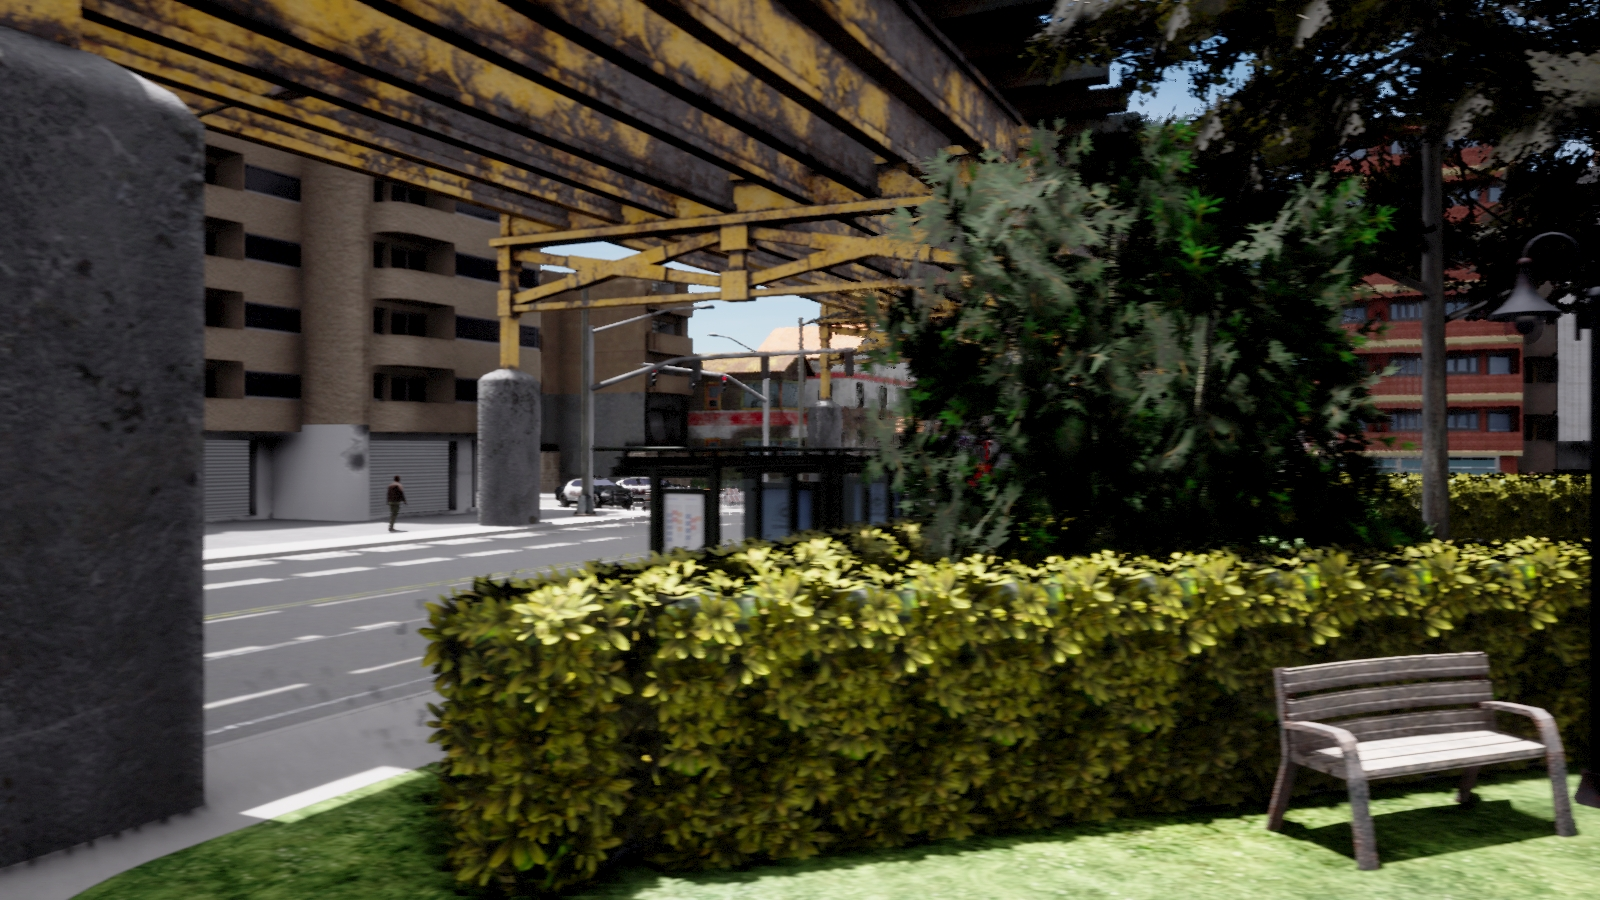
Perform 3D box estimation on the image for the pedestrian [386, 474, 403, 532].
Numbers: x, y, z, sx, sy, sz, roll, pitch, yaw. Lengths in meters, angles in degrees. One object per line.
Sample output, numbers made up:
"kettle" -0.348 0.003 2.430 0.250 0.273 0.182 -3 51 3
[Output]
"pedestrian" -13.063 1.702 36.783 0.375 1.860 0.375 0 0 18
